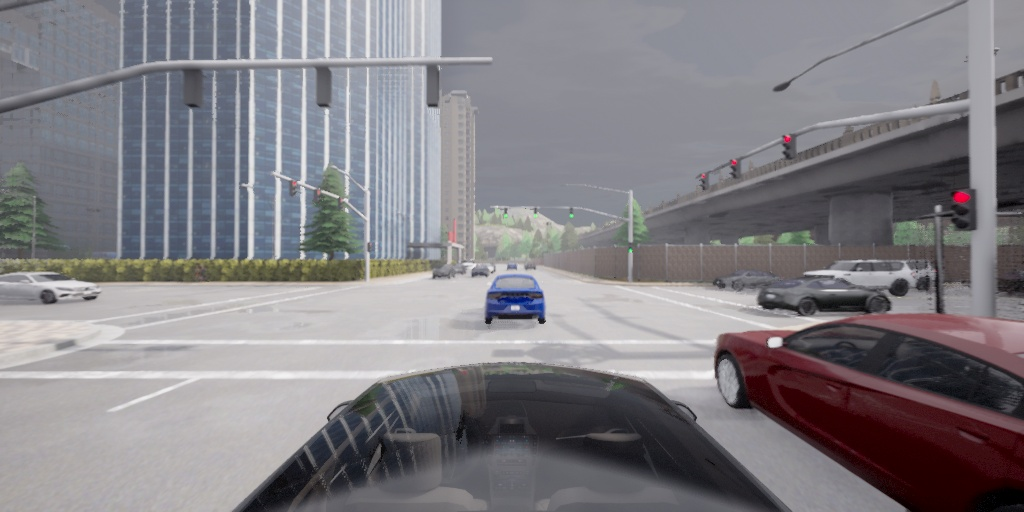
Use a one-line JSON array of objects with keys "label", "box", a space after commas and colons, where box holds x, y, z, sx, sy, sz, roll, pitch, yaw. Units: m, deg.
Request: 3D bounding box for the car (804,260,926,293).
[{"label": "car", "box": [19.997, 1.224, 20.918, 5.566, 2.045, 2.150, 0, -1, 0]}]

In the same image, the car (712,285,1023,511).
[{"label": "car", "box": [3.721, 1.242, 3.143, 1.882, 1.535, 5.008, 0, -1, 3]}]

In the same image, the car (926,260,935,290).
[{"label": "car", "box": [25.376, 1.260, 24.436, 5.566, 2.045, 2.150, 0, -1, -1]}]

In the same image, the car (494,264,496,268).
[{"label": "car", "box": [-3.564, 1.779, 50.552, 1.812, 1.442, 4.674, 0, -1, 0]}]

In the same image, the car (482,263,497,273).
[{"label": "car", "box": [-3.513, 1.873, 57.481, 2.033, 1.411, 5.357, 0, -1, 1]}]

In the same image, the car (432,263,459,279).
[{"label": "car", "box": [-7.089, 1.626, 37.745, 1.837, 1.490, 4.892, 0, -1, 0]}]

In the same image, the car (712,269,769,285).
[{"label": "car", "box": [16.019, 1.603, 24.410, 4.181, 1.385, 1.994, 0, -1, 0]}]

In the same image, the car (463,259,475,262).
[{"label": "car", "box": [-7.007, 1.548, 57.637, 2.150, 2.045, 5.566, 0, -1, 0]}]

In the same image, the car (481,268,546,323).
[{"label": "car", "box": [0.099, 1.366, 12.839, 1.882, 1.535, 5.008, 0, 0, 0]}]

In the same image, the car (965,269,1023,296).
[{"label": "car", "box": [29.767, 1.603, 20.932, 4.718, 1.301, 1.895, 0, -1, 0]}]

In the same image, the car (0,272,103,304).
[{"label": "car", "box": [-22.636, 1.492, 17.155, 4.674, 1.442, 1.812, 0, -1, 0]}]

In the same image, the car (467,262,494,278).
[{"label": "car", "box": [-3.588, 1.706, 41.353, 2.033, 1.411, 5.357, 0, -1, 0]}]

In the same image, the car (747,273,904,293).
[{"label": "car", "box": [11.843, 1.495, 13.748, 4.181, 1.385, 1.994, 0, -1, -3]}]

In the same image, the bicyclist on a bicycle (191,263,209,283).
[{"label": "bicyclist on a bicycle", "box": [-25.297, 1.390, 29.114, 0.582, 1.620, 1.656, 0, 0, 0]}]

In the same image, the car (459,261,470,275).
[{"label": "car", "box": [-7.077, 1.708, 46.914, 2.128, 1.511, 4.902, 0, -1, 0]}]
